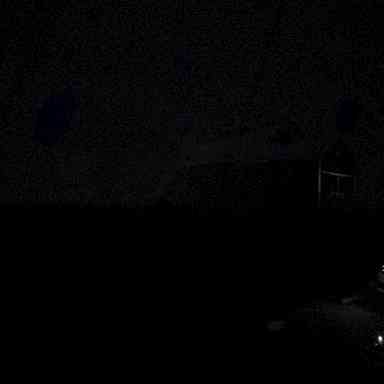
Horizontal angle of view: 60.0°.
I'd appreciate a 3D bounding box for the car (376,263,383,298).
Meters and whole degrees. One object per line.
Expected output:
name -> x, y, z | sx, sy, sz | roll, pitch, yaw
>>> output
car -> 6.070, 1.655, 7.637 | 4.674, 1.442, 1.812 | 1, -1, -37
